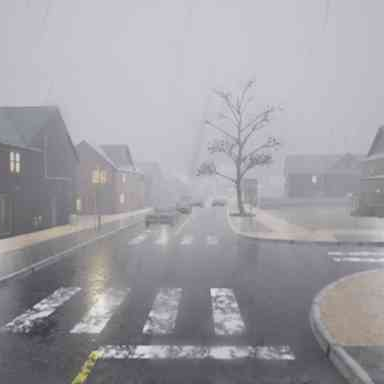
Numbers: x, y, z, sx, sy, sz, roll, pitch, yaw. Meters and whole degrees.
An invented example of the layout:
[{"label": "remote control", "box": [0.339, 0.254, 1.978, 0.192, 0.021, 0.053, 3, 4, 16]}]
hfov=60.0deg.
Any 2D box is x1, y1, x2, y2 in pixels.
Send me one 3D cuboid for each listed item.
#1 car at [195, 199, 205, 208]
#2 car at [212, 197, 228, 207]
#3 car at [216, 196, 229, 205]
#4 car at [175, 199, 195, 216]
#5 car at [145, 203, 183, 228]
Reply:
[{"label": "car", "box": [0.745, 1.717, 49.280, 1.895, 1.301, 4.718, 0, 0, 8]}, {"label": "car", "box": [4.286, 1.732, 53.172, 1.895, 1.301, 4.718, 0, 0, 9]}, {"label": "car", "box": [5.849, 1.635, 63.183, 1.882, 1.535, 5.008, 0, 0, 11]}, {"label": "car", "box": [-1.089, 1.680, 34.085, 1.895, 1.301, 4.718, 0, 0, 6]}, {"label": "car", "box": [-1.980, 1.654, 23.117, 1.895, 1.301, 4.718, 0, 0, 3]}]
